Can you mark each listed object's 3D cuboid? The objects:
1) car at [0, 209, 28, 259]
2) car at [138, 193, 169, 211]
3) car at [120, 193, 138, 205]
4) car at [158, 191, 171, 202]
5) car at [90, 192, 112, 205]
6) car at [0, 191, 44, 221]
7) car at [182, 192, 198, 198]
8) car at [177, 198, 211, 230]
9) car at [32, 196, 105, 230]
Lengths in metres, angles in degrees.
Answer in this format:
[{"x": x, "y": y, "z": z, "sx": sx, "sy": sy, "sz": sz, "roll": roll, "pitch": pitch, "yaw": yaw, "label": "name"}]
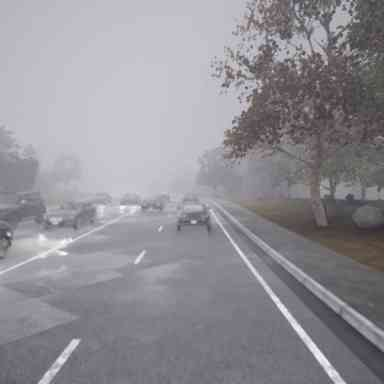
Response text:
[{"x": -7.088, "y": 1.466, "z": 9.551, "sx": 2.128, "sy": 1.511, "sz": 4.902, "roll": 0, "pitch": 1, "yaw": 0, "label": "car"}, {"x": -3.506, "y": 1.048, "z": 30.905, "sx": 1.895, "sy": 1.301, "sz": 4.718, "roll": 0, "pitch": 2, "yaw": 0, "label": "car"}, {"x": -7.076, "y": 0.778, "z": 38.751, "sx": 1.994, "sy": 1.385, "sz": 4.181, "roll": 0, "pitch": 2, "yaw": -1, "label": "car"}, {"x": -3.902, "y": 0.557, "z": 44.750, "sx": 1.812, "sy": 1.442, "sz": 4.674, "roll": 0, "pitch": 2, "yaw": -4, "label": "car"}, {"x": -10.570, "y": 0.732, "z": 38.687, "sx": 1.837, "sy": 1.490, "sz": 4.892, "roll": 0, "pitch": 2, "yaw": -1, "label": "car"}, {"x": -10.528, "y": 1.009, "z": 19.461, "sx": 2.150, "sy": 2.045, "sz": 5.566, "roll": 0, "pitch": 2, "yaw": 0, "label": "car"}, {"x": -0.260, "y": 0.658, "z": 42.938, "sx": 1.994, "sy": 1.385, "sz": 4.181, "roll": 0, "pitch": 2, "yaw": -3, "label": "car"}, {"x": 0.095, "y": 1.315, "z": 19.451, "sx": 1.812, "sy": 1.442, "sz": 4.674, "roll": 0, "pitch": 2, "yaw": 0, "label": "car"}, {"x": -7.027, "y": 1.277, "z": 19.606, "sx": 2.128, "sy": 1.511, "sz": 4.902, "roll": 0, "pitch": 2, "yaw": 1, "label": "car"}]
